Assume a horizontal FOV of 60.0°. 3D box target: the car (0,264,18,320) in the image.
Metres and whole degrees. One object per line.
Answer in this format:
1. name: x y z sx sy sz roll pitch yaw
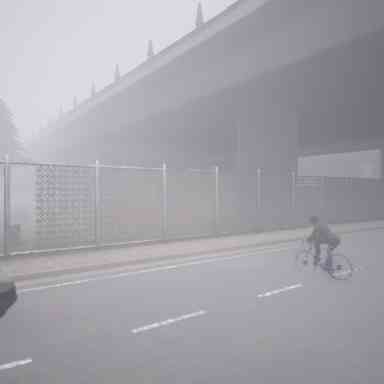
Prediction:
1. car: -5.149 1.601 4.530 4.718 1.301 1.895 0 0 -37

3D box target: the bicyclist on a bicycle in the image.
1. bicyclist on a bicycle: 3.376 1.455 8.702 0.582 1.620 1.656 0 -2 -37
